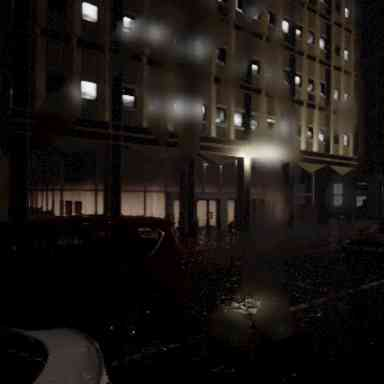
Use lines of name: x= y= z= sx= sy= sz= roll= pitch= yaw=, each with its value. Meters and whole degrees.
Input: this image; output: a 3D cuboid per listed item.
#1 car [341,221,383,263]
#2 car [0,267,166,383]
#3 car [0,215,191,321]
car: x=6.897 y=1.674 z=11.474 sx=4.206 sy=1.307 sz=1.802 roll=1 pitch=0 yaw=-36
car: x=-2.598 y=1.515 z=1.403 sx=4.674 sy=1.442 sz=1.812 roll=1 pitch=0 yaw=-35
car: x=-2.339 y=1.322 z=4.881 sx=5.009 sy=1.841 sz=2.192 roll=1 pitch=0 yaw=-36
